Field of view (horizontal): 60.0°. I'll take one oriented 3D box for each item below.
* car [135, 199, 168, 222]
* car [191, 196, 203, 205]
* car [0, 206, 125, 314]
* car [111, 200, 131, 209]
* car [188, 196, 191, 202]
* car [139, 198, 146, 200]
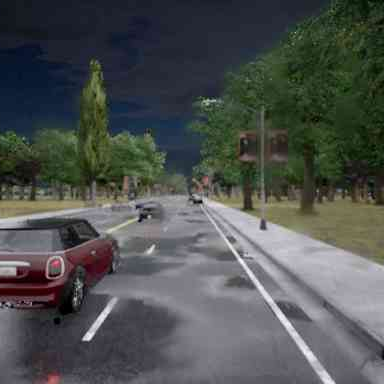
[{"bbox_3d":[-3.143,1.594,27.028,1.837,1.490,4.892,0,0,0],"label":"car"},{"bbox_3d":[1.153,1.689,64.148,1.882,1.535,5.008,0,0,0],"label":"car"},{"bbox_3d":[-3.148,1.378,7.800,2.097,1.767,4.553,0,0,0],"label":"car"},{"bbox_3d":[-9.821,1.751,45.841,1.895,1.301,4.718,0,0,0],"label":"car"},{"bbox_3d":[0.020,1.706,83.185,1.837,1.490,4.892,0,0,0],"label":"car"},{"bbox_3d":[-6.571,1.627,45.632,1.882,1.535,5.008,0,0,0],"label":"car"}]
